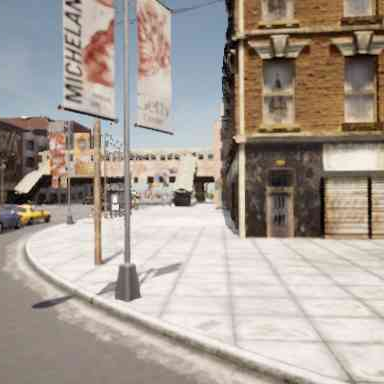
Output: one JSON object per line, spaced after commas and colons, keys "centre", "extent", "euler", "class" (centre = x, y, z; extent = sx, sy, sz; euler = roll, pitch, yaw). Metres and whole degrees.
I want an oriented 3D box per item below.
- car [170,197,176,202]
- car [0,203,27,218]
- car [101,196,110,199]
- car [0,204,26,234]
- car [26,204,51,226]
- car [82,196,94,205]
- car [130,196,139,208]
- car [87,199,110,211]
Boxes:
{"centre": [-4.886, 2.198, 93.135], "extent": [2.231, 1.521, 4.892], "euler": [0, 0, 15], "class": "car"}
{"centre": [-20.105, 1.957, 36.044], "extent": [1.994, 1.385, 4.181], "euler": [0, 0, 5], "class": "car"}
{"centre": [-20.050, 1.659, 76.212], "extent": [2.097, 1.767, 4.553], "euler": [0, 0, 5], "class": "car"}
{"centre": [-12.353, 1.582, 20.679], "extent": [2.097, 1.767, 4.553], "euler": [0, 0, -9], "class": "car"}
{"centre": [-12.733, 1.727, 25.836], "extent": [1.801, 1.575, 5.366], "euler": [0, 0, 0], "class": "car"}
{"centre": [-23.125, 1.935, 76.029], "extent": [2.435, 2.045, 5.566], "euler": [0, 0, 5], "class": "car"}
{"centre": [-11.131, 1.859, 59.227], "extent": [2.097, 1.767, 4.553], "euler": [0, 0, 5], "class": "car"}
{"centre": [-12.572, 2.029, 47.285], "extent": [1.895, 1.301, 4.718], "euler": [0, 0, 10], "class": "car"}
